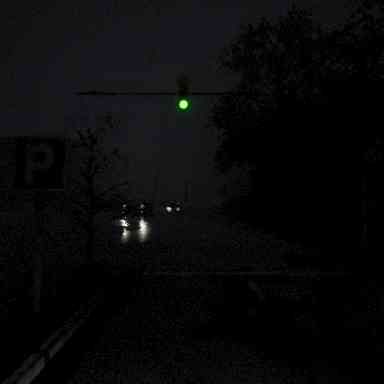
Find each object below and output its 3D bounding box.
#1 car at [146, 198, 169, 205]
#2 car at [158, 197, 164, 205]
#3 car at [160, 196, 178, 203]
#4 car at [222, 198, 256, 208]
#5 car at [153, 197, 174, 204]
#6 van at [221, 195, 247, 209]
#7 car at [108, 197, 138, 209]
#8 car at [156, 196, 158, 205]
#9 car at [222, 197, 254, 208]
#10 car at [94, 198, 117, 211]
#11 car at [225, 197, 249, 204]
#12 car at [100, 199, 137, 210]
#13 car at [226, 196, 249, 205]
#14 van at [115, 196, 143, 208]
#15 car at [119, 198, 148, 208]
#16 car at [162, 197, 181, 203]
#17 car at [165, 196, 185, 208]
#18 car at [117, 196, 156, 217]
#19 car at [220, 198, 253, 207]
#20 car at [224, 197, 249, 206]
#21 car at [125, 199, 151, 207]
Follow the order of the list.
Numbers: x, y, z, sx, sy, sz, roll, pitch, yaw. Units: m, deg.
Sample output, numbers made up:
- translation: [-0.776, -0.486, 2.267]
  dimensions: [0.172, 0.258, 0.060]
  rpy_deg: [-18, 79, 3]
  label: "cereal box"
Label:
- translation: [-8.052, 2.117, 76.996]
  dimensions: [5.008, 1.535, 2.097]
  rpy_deg: [-1, -1, -12]
  label: "car"
- translation: [-8.890, 2.094, 71.006]
  dimensions: [4.674, 1.452, 2.002]
  rpy_deg: [-1, 0, -13]
  label: "car"
- translation: [-6.113, 2.115, 88.925]
  dimensions: [4.553, 1.767, 2.185]
  rpy_deg: [-1, -1, -11]
  label: "car"
- translation: [7.854, 1.844, 55.727]
  dimensions: [5.366, 1.575, 1.946]
  rpy_deg: [1, -1, -14]
  label: "car"
- translation: [-7.121, 2.179, 82.962]
  dimensions: [5.008, 1.535, 2.097]
  rpy_deg: [-1, 0, -11]
  label: "car"
- translation: [6.968, 1.559, 49.762]
  dimensions: [4.442, 1.987, 1.878]
  rpy_deg: [1, 0, -14]
  label: "van"
- translation: [-11.040, 1.739, 53.007]
  dimensions: [4.553, 1.767, 2.185]
  rpy_deg: [-1, -1, -15]
  label: "car"
- translation: [-9.671, 2.031, 65.020]
  dimensions: [4.674, 1.452, 2.002]
  rpy_deg: [-1, -1, -13]
  label: "car"
- translation: [7.335, 1.690, 52.732]
  dimensions: [4.553, 1.767, 2.185]
  rpy_deg: [1, -1, -14]
  label: "car"
- translation: [-11.744, 1.837, 47.057]
  dimensions: [4.792, 1.488, 2.163]
  rpy_deg: [-1, 0, -15]
  label: "car"
- translation: [10.297, 2.047, 76.244]
  dimensions: [5.008, 1.535, 2.097]
  rpy_deg: [1, -1, -11]
  label: "car"
- translation: [-11.117, 1.826, 50.053]
  dimensions: [5.366, 1.575, 1.946]
  rpy_deg: [-1, -1, -15]
  label: "car"
- translation: [9.908, 1.894, 73.315]
  dimensions: [4.553, 1.767, 2.185]
  rpy_deg: [1, 0, -12]
  label: "car"
- translation: [-10.592, 1.669, 56.050]
  dimensions: [4.442, 1.987, 1.878]
  rpy_deg: [-1, -1, -14]
  label: "van"
- translation: [-10.381, 1.929, 59.020]
  dimensions: [4.892, 1.521, 2.231]
  rpy_deg: [-1, -1, -14]
  label: "car"
- translation: [-5.605, 2.273, 91.900]
  dimensions: [4.892, 1.521, 2.231]
  rpy_deg: [-1, -1, -10]
  label: "car"
- translation: [-2.828, 1.852, 56.592]
  dimensions: [1.882, 1.535, 5.008]
  rpy_deg: [0, -1, 6]
  label: "car"
- translation: [-4.942, 1.349, 30.562]
  dimensions: [2.097, 1.767, 4.553]
  rpy_deg: [1, -2, 3]
  label: "car"
- translation: [7.819, 1.869, 58.578]
  dimensions: [5.366, 1.575, 1.946]
  rpy_deg: [1, 0, -13]
  label: "car"
- translation: [9.042, 1.835, 67.441]
  dimensions: [4.553, 1.767, 2.185]
  rpy_deg: [1, -1, -12]
  label: "car"
- translation: [-10.025, 1.999, 62.017]
  dimensions: [4.674, 1.452, 2.002]
  rpy_deg: [-1, 0, -14]
  label: "car"
